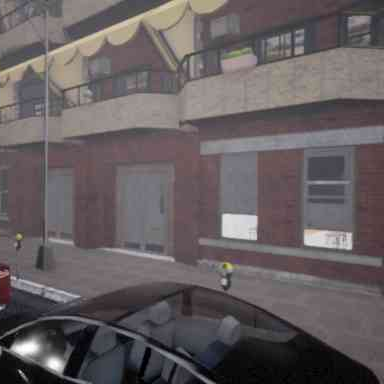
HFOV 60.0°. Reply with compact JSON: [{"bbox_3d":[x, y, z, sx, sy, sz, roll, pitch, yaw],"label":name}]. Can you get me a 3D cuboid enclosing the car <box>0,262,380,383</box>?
[{"bbox_3d":[-0.627,1.570,3.117,4.313,1.339,1.947,0,1,36],"label":"car"}]
